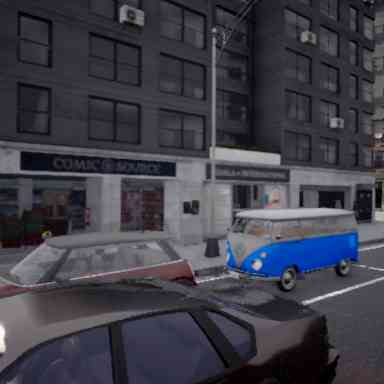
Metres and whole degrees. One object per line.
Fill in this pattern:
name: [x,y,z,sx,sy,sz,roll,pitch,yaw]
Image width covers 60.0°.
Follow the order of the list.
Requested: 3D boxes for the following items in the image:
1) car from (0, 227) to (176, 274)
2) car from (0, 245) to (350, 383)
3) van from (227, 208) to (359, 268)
car: [-1.943,1.439,5.368,4.097,1.590,1.967,0,1,-35]
car: [-0.995,1.547,2.668,5.357,1.411,2.033,0,0,-36]
van: [2.676,1.337,8.661,3.998,1.788,1.690,0,1,-35]
